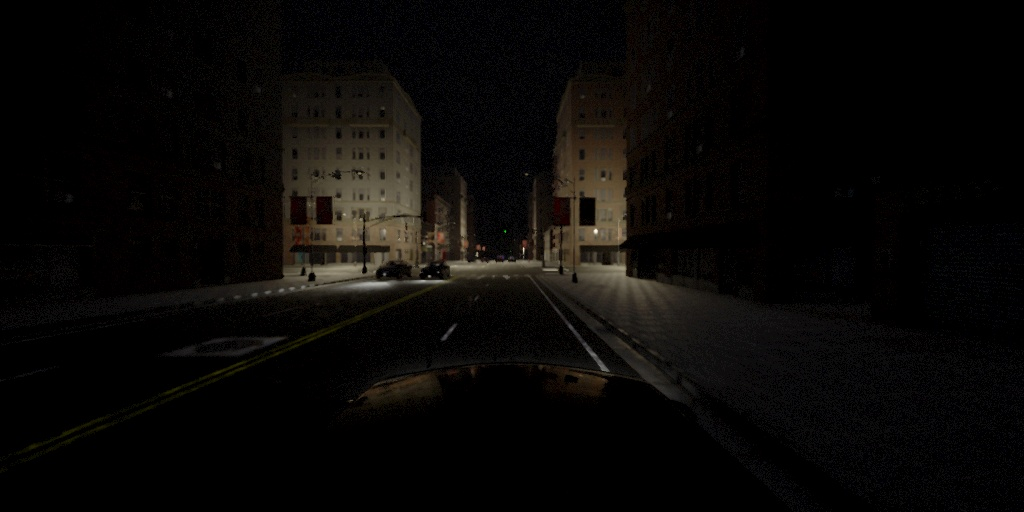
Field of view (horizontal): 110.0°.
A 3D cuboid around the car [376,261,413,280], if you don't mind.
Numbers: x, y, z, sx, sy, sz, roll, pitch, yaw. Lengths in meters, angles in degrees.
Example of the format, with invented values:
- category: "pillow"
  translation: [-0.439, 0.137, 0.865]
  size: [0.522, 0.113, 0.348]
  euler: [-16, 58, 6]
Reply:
- category: "car"
  translation: [-9.766, 1.143, 29.993]
  size: [2.128, 1.511, 4.902]
  euler: [0, 0, 0]

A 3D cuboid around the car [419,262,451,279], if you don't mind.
- category: "car"
  translation: [-6.506, 1.194, 30.962]
  size: [2.033, 1.411, 5.357]
  euler: [0, 0, 0]
